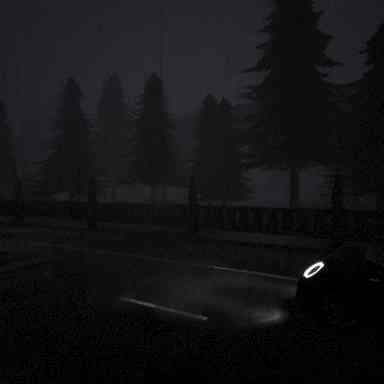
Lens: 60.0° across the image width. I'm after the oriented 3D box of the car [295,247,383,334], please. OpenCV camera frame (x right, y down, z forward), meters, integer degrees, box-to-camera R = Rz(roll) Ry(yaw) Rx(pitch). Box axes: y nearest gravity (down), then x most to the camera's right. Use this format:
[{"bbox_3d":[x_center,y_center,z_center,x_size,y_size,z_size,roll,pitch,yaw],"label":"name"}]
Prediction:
[{"bbox_3d":[4.045,1.340,5.209,4.553,1.767,2.097,1,1,35],"label":"car"}]
